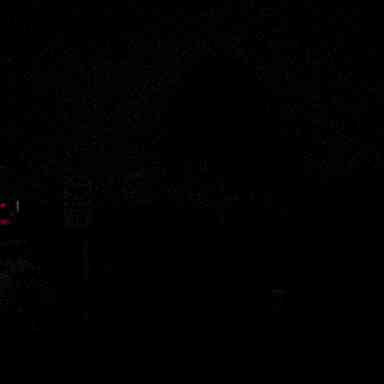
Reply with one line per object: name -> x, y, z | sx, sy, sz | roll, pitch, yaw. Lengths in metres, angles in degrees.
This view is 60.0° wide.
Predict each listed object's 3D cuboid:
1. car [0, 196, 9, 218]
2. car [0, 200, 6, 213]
car -> -19.155, 1.401, 32.366 | 2.150, 2.045, 5.566 | 0, 0, -29
car -> -24.436, 1.784, 41.697 | 2.033, 1.411, 5.357 | 0, 0, -29
